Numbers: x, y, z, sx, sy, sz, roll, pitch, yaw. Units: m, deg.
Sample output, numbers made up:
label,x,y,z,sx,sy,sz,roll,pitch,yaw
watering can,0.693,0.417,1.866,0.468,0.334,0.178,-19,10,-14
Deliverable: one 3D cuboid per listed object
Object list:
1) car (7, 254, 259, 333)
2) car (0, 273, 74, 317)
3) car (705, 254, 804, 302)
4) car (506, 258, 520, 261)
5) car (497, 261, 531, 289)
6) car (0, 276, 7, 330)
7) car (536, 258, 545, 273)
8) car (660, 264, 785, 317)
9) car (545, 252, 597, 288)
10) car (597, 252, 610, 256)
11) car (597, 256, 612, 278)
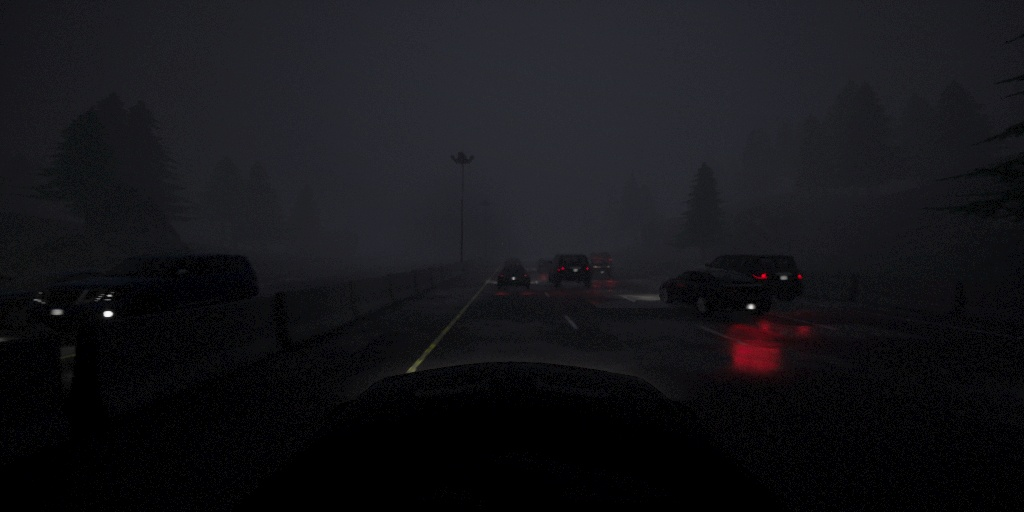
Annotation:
label,x,y,z,sx,sy,sz,roll,pitch,yaw
car,-10.504,0.938,11.045,2.150,2.045,5.566,0,0,0
car,-17.502,1.315,11.176,1.895,1.301,4.718,0,0,0
car,10.602,0.911,16.660,2.150,2.045,5.566,0,1,0
car,0.105,0.896,38.036,1.882,1.535,5.008,0,1,0
car,0.100,1.200,21.978,1.994,1.385,4.181,0,1,0
car,-14.003,1.195,11.146,1.882,1.535,5.008,0,0,0
car,3.603,0.916,37.723,2.128,1.511,4.902,0,1,0
car,7.101,1.218,13.075,1.837,1.490,4.892,0,1,0
car,3.602,0.850,23.016,2.150,2.045,5.566,0,1,0
car,10.605,0.547,44.034,2.150,2.045,5.566,0,1,0
car,7.103,1.026,30.619,2.128,1.511,4.902,0,1,0
